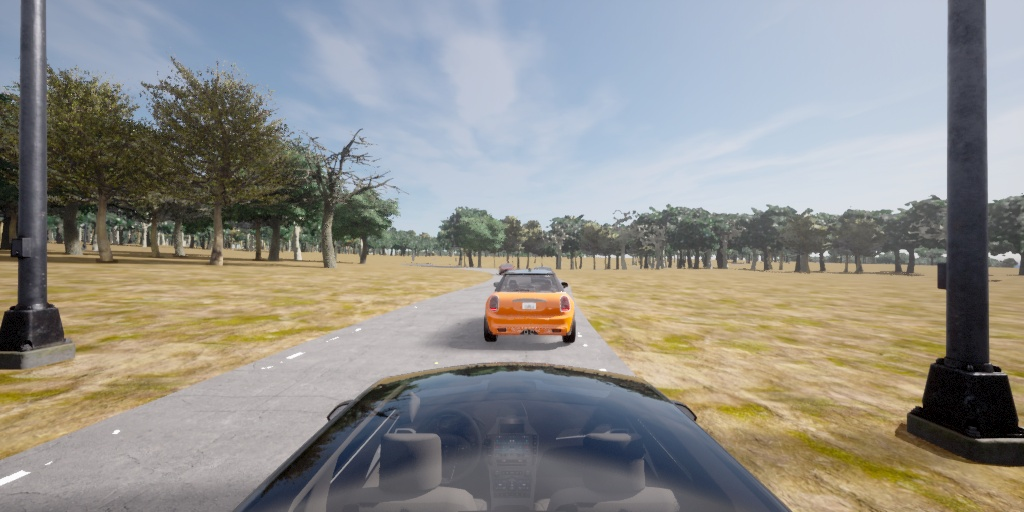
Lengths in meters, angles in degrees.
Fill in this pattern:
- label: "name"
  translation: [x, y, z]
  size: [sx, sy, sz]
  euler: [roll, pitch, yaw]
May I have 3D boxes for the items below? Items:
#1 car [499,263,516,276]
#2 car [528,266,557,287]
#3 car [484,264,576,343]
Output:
- label: "car"
  translation: [-0.636, 1.713, 46.342]
  size: [1.882, 1.535, 5.008]
  euler: [0, -1, -5]
- label: "car"
  translation: [2.430, 1.529, 28.206]
  size: [2.033, 1.411, 5.357]
  euler: [0, -1, 5]
- label: "car"
  translation: [0.520, 1.130, 9.991]
  size: [2.097, 1.767, 4.553]
  euler: [0, 0, 4]
